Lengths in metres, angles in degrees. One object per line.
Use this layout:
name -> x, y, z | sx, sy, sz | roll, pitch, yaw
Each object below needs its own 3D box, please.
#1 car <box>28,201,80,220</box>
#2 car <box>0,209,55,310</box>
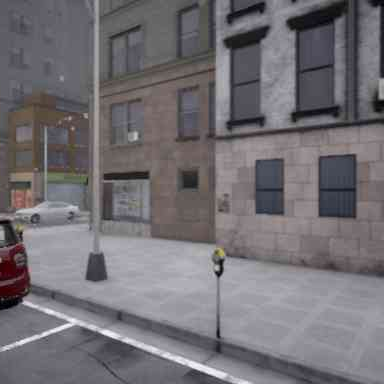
car -> -10.552, 1.433, 24.554 | 1.812, 1.442, 4.674 | 0, 0, 34
car -> -5.162, 1.307, 6.492 | 5.009, 1.841, 2.192 | 0, 0, 36
